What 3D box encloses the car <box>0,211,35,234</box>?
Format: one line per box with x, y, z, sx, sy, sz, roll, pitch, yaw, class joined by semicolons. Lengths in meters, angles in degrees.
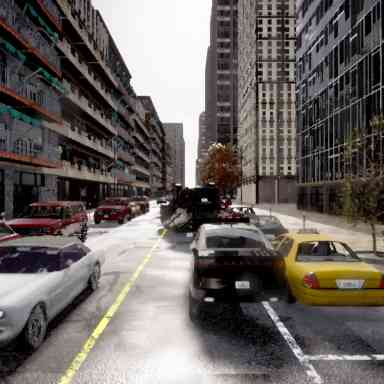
-5.702;1.443;7.772;1.967;1.590;4.097;0;0;0;car

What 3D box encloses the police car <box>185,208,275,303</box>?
0.881;1.429;8.426;1.930;1.638;5.238;0;0;0;police car

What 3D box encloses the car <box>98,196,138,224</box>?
-5.740;1.331;24.762;2.192;1.841;5.009;0;0;0;car

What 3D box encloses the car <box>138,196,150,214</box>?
-5.766;1.348;36.090;2.192;1.841;5.009;0;0;0;car

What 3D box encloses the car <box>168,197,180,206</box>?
-3.132;1.619;59.040;1.812;1.442;4.674;0;0;0;car

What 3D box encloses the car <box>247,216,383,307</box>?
2.677;1.528;7.961;1.752;1.417;4.829;0;0;0;car

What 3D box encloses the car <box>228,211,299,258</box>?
2.664;1.573;13.455;1.947;1.339;4.313;0;0;0;car

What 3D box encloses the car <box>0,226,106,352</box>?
-3.116;1.603;6.284;1.895;1.301;4.718;0;0;0;car

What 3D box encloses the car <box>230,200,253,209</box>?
2.652;1.451;19.118;1.967;1.590;4.097;0;0;0;car

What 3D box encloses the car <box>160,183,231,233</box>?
-0.192;1.208;18.369;2.150;2.045;5.566;-2;-19;-19;car

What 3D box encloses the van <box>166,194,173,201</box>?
-5.882;1.539;87.060;1.690;1.788;3.998;0;0;0;van

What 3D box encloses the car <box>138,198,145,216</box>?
-5.754;1.549;30.256;1.752;1.417;4.829;0;0;0;car

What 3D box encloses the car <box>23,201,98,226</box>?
-5.714;1.322;13.436;2.192;1.841;5.009;0;0;0;car

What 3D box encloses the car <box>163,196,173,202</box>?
-5.870;1.739;81.394;1.947;1.339;4.313;0;0;0;car

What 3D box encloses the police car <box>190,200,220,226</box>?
0.845;1.441;24.426;1.930;1.638;5.238;0;0;0;police car

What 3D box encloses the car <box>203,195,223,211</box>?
2.601;1.360;41.771;2.192;1.841;5.009;0;0;0;car

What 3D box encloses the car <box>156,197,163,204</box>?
-5.832;1.678;64.405;1.947;1.339;4.313;0;0;0;car
